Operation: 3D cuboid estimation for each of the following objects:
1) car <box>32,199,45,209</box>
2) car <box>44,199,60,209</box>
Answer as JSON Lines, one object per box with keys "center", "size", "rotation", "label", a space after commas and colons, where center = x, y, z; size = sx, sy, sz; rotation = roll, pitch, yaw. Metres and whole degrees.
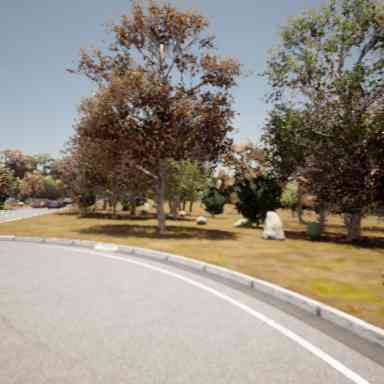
{"center": [-26.728, 2.001, 59.138], "size": [2.097, 1.767, 4.553], "rotation": [-1, 0, -9], "label": "car"}
{"center": [-22.569, 2.118, 55.537], "size": [1.994, 1.385, 4.181], "rotation": [-1, 0, -8], "label": "car"}
